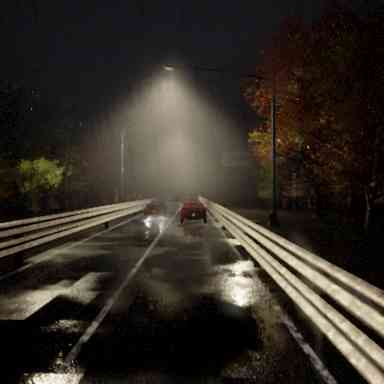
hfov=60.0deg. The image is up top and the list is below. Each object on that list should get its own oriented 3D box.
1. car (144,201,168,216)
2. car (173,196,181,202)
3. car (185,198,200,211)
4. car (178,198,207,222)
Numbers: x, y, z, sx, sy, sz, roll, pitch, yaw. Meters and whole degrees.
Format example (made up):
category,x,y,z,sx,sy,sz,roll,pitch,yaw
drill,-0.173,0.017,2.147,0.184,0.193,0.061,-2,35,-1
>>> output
category,x,y,z,sx,sy,sz,roll,pitch,yaw
car,-3.342,1.521,31.415,1.994,1.385,4.181,0,0,0
car,-3.271,1.508,73.383,2.033,1.411,5.357,0,0,0
car,0.105,1.499,42.007,1.812,1.442,4.674,0,0,0
car,0.105,1.426,25.395,1.882,1.535,5.008,0,0,0
